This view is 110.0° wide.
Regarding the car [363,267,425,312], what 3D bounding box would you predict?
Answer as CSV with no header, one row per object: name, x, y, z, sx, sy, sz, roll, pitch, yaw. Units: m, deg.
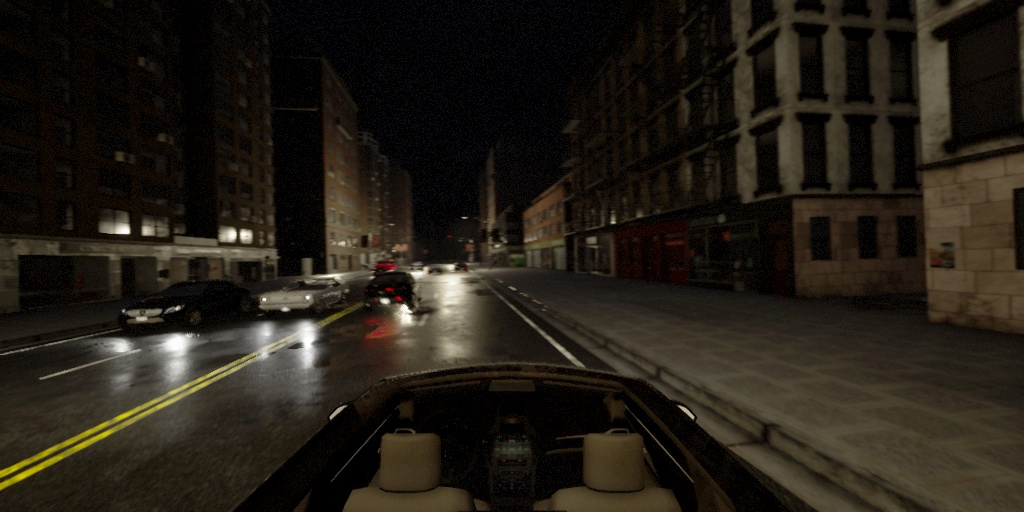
car,-5.047,1.420,15.563,1.837,1.490,4.892,-2,0,-9

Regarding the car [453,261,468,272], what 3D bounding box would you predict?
car,-7.318,1.520,51.200,1.837,1.490,4.892,-2,0,-9

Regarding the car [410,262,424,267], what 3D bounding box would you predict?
car,-14.840,1.735,56.269,2.128,1.511,4.902,-2,0,-8

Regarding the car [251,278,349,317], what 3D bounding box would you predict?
car,-8.452,1.617,15.027,1.895,1.301,4.718,-2,0,-9

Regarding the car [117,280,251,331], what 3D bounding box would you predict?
car,-11.429,1.630,13.018,1.812,1.442,4.674,-2,0,-9

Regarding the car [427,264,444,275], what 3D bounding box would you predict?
car,-9.863,1.687,46.452,1.895,1.301,4.718,-2,0,-9

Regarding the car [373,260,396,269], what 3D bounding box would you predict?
car,-16.781,1.516,47.329,2.150,2.045,5.566,-2,0,-9
